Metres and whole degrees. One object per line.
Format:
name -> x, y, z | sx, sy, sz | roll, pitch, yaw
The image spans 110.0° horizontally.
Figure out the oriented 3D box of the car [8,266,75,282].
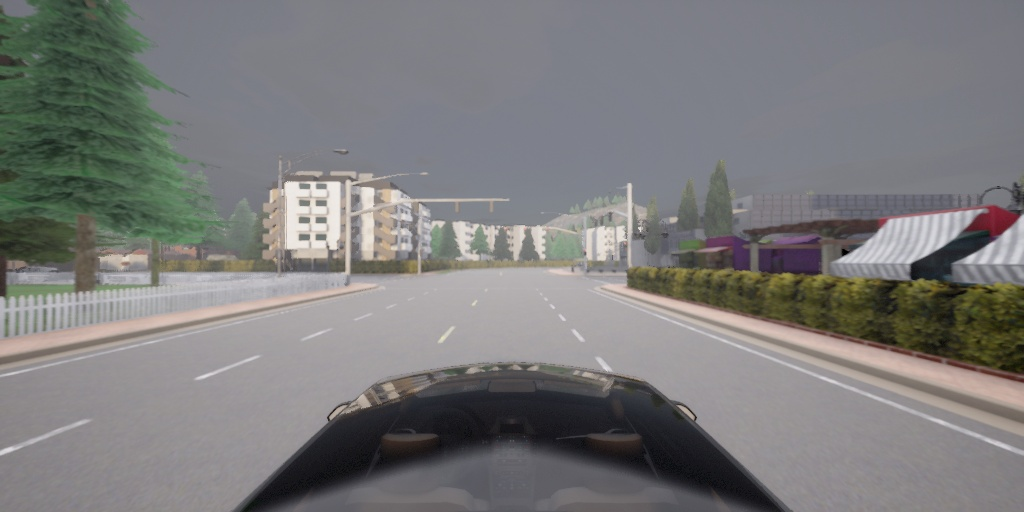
car -> -43.777, 1.670, 33.468 | 5.008, 1.535, 1.882 | 0, -1, 2
